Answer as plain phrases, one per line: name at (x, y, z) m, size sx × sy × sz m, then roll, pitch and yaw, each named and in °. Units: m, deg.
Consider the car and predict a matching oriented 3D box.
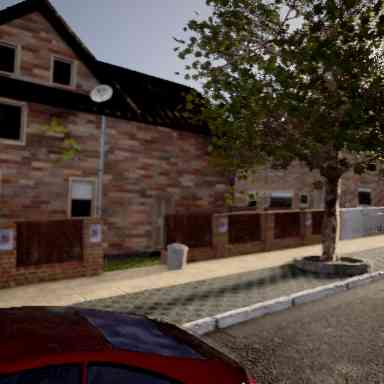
car at (-1.490, 1.563, 1.986) m, size 4.181 × 1.385 × 1.994 m, roll 0°, pitch 0°, yaw -35°
